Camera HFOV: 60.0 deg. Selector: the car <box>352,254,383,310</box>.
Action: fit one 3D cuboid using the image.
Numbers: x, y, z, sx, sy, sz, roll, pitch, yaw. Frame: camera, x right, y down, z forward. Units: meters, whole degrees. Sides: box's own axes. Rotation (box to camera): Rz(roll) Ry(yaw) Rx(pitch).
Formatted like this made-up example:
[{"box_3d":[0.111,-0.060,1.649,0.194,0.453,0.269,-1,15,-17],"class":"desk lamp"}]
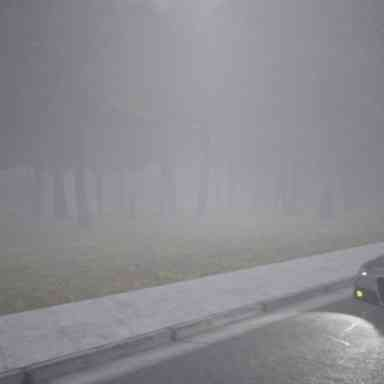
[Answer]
[{"box_3d":[5.088,1.525,6.675,4.181,1.385,1.994,-1,1,-36],"class":"car"}]
